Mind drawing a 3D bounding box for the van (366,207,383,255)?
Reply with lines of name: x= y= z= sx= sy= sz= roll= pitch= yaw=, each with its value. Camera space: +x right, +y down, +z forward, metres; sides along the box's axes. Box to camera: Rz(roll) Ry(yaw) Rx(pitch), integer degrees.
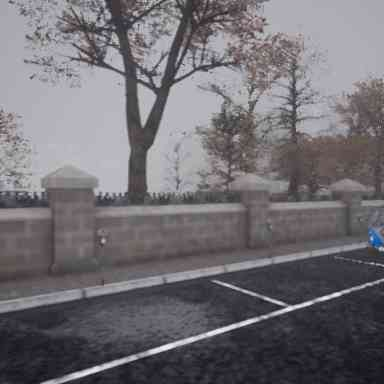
van: x=8.102 y=1.410 z=12.351 sx=3.998 sy=1.788 sz=1.690 roll=0 pitch=-1 yaw=-36
